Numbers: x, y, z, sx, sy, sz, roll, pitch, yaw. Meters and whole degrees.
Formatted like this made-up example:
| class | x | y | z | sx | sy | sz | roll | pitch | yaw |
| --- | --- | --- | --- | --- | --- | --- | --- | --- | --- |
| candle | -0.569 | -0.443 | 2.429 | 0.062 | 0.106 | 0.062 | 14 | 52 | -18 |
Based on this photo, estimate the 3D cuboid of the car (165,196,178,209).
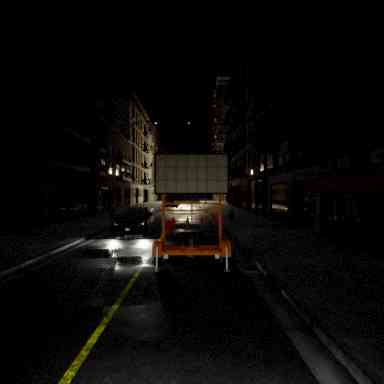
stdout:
| class | x | y | z | sx | sy | sz | roll | pitch | yaw |
| --- | --- | --- | --- | --- | --- | --- | --- | --- | --- |
| car | -3.049 | 1.411 | 47.329 | 2.097 | 1.767 | 4.553 | 0 | 0 | 0 |

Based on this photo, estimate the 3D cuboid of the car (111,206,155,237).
| class | x | y | z | sx | sy | sz | roll | pitch | yaw |
| --- | --- | --- | --- | --- | --- | --- | --- | --- | --- |
| car | -3.121 | 1.538 | 18.381 | 1.812 | 1.442 | 4.674 | 0 | 0 | 0 |

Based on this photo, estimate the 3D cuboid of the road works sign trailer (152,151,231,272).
| class | x | y | z | sx | sy | sz | roll | pitch | yaw |
| --- | --- | --- | --- | --- | --- | --- | --- | --- | --- |
| road works sign trailer | -0.006 | 0.470 | 10.824 | 2.380 | 3.560 | 2.880 | 0 | 0 | 0 |
